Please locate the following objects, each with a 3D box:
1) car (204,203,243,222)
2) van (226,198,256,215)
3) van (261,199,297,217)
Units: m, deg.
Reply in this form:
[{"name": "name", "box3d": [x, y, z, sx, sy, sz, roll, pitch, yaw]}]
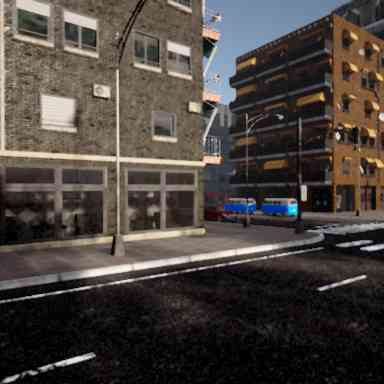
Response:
[{"name": "car", "box3d": [2.061, 1.847, 28.808, 1.802, 1.307, 4.206, -1, 0, -36]}, {"name": "van", "box3d": [5.502, 1.636, 38.234, 1.690, 1.788, 3.998, -1, 0, -36]}, {"name": "van", "box3d": [8.809, 1.562, 33.712, 1.690, 1.788, 3.998, -1, 0, -36]}]
